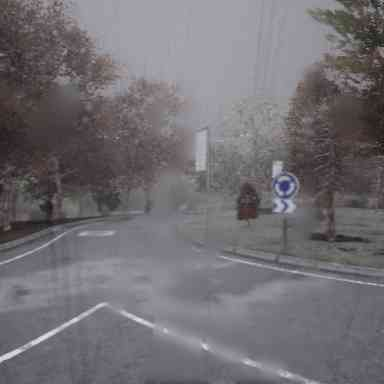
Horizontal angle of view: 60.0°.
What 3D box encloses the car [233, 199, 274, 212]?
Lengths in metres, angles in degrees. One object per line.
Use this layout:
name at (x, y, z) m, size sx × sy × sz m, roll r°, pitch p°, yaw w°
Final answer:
car at (7.162, 1.473, 35.664) m, size 5.357 × 1.411 × 2.033 m, roll 0°, pitch 0°, yaw -19°
